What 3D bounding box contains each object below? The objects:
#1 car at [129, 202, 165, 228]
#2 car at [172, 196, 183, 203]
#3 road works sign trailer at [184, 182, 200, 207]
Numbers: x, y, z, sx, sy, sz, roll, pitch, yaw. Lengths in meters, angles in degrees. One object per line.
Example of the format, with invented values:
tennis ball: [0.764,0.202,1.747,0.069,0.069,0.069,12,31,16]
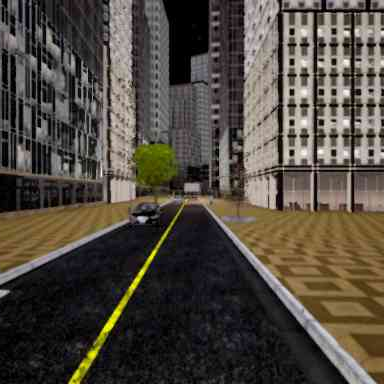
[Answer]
car: [-2.846,1.422,21.575,2.128,1.511,4.902,0,0,0]
car: [-2.762,1.466,63.670,1.895,1.301,4.718,0,0,0]
road works sign trailer: [0.004,0.347,49.303,2.380,3.560,2.880,0,0,0]
